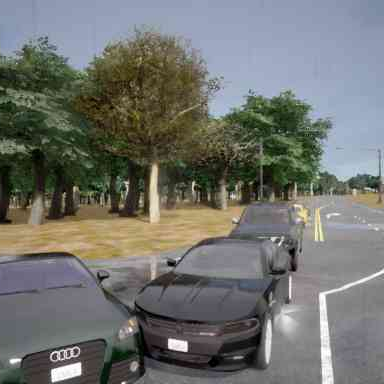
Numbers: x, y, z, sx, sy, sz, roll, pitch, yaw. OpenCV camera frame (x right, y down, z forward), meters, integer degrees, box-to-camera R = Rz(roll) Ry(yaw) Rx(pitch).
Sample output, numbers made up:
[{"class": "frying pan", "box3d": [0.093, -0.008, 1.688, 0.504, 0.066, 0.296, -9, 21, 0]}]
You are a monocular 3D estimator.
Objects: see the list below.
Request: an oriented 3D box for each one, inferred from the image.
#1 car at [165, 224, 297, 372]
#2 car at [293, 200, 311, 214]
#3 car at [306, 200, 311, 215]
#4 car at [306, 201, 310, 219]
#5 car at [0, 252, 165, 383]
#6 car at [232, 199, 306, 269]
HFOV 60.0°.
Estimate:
[{"class": "car", "box3d": [0.743, 1.613, 6.240, 1.882, 1.535, 5.008, -1, -2, 21]}, {"class": "car", "box3d": [13.340, 1.746, 40.121, 1.812, 1.442, 4.674, -1, 0, 21]}, {"class": "car", "box3d": [9.311, 1.723, 29.538, 1.812, 1.442, 4.674, -1, 0, 21]}, {"class": "car", "box3d": [7.249, 1.663, 24.035, 1.882, 1.535, 5.008, -1, 0, 21]}, {"class": "car", "box3d": [-2.303, 1.643, 4.944, 1.994, 1.385, 4.181, 1, -2, -33]}, {"class": "car", "box3d": [2.867, 1.459, 12.379, 2.150, 2.045, 5.566, -2, 0, 21]}]
